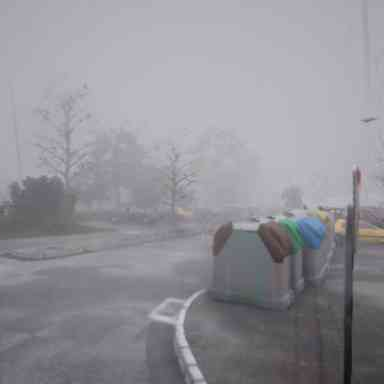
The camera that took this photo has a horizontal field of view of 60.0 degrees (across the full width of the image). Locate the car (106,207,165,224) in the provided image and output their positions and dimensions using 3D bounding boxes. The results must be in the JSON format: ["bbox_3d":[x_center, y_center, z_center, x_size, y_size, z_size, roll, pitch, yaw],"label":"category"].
[{"bbox_3d":[-5.359,2.095,30.184,4.892,1.521,2.231,1,-2,8],"label":"car"}]

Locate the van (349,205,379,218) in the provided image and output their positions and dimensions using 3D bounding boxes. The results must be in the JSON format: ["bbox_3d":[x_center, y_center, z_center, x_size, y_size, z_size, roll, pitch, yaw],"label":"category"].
[{"bbox_3d":[31.975,3.612,61.930,4.442,1.987,1.878,2,-1,8],"label":"van"}]

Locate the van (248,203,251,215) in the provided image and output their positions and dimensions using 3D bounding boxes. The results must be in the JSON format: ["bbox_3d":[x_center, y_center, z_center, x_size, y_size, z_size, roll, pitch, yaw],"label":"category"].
[{"bbox_3d":[6.716,2.688,52.660,4.442,1.987,1.878,1,-2,8],"label":"van"}]

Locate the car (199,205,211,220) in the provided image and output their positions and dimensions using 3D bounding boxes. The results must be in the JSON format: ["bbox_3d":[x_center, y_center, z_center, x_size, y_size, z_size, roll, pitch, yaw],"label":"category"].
[{"bbox_3d":[-0.547,2.452,39.164,4.792,1.488,2.163,1,-2,8],"label":"car"}]

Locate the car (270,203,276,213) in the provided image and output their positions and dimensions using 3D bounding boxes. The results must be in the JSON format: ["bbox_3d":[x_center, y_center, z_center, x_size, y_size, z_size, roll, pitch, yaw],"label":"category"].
[{"bbox_3d":[13.588,3.419,65.811,4.792,1.488,2.163,1,-2,8],"label":"car"}]

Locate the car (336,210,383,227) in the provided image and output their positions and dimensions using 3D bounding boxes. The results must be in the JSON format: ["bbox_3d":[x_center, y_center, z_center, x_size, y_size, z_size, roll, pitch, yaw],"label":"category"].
[{"bbox_3d":[19.373,3.007,38.019,4.792,1.488,2.163,2,-1,8],"label":"car"}]

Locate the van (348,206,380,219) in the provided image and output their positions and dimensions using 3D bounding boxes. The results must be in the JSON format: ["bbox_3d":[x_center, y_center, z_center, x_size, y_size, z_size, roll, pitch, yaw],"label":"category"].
[{"bbox_3d":[29.160,3.420,56.606,4.442,1.987,1.878,2,-1,8],"label":"van"}]

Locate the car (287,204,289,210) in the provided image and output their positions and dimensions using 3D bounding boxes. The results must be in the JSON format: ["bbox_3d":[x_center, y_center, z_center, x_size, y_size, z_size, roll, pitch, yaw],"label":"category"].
[{"bbox_3d":[19.099,3.645,76.335,4.553,1.767,2.185,1,-1,7],"label":"car"}]

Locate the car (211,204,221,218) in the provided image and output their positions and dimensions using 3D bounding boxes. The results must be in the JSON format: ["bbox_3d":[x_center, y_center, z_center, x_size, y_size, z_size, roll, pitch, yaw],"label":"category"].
[{"bbox_3d":[0.988,2.405,42.167,4.553,1.767,2.185,1,-2,8],"label":"car"}]

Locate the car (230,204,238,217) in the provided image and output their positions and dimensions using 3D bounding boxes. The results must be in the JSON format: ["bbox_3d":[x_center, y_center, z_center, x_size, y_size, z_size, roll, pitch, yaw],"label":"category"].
[{"bbox_3d":[3.805,2.762,47.414,4.674,1.452,2.002,1,-2,8],"label":"car"}]

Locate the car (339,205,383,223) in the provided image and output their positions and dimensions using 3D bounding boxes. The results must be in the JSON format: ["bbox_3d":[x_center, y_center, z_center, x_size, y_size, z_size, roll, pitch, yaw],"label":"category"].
[{"bbox_3d":[23.670,3.017,45.984,5.566,2.045,2.435,2,-1,8],"label":"car"}]

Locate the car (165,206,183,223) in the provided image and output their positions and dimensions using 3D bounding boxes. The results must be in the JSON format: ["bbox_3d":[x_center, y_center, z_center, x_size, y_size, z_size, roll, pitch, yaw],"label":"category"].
[{"bbox_3d":[-3.755,2.205,33.173,4.892,1.521,2.231,1,-1,8],"label":"car"}]

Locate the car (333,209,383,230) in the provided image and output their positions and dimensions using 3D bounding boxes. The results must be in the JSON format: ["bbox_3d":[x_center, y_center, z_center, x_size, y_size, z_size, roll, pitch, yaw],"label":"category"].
[{"bbox_3d":[16.550,2.661,32.726,4.553,1.767,2.185,2,-1,8],"label":"car"}]

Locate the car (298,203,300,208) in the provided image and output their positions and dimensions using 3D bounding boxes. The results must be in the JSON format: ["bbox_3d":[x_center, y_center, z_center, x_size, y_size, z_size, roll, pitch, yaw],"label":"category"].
[{"bbox_3d":[25.670,4.241,89.590,5.008,1.535,2.097,1,-1,6],"label":"car"}]

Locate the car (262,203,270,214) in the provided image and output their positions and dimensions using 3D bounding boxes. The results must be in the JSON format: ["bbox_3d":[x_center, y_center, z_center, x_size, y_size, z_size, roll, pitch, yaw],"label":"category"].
[{"bbox_3d":[10.960,3.198,60.531,5.366,1.575,1.946,1,-2,8],"label":"car"}]

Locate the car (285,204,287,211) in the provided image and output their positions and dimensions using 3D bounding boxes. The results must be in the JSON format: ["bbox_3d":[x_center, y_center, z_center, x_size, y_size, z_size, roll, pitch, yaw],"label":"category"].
[{"bbox_3d":[17.709,3.676,73.698,4.892,1.521,2.231,1,-1,8],"label":"car"}]

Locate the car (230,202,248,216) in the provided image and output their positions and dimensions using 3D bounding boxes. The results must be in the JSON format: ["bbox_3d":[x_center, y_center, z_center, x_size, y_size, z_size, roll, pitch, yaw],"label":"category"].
[{"bbox_3d":[5.177,2.565,50.048,5.566,2.045,2.435,1,-1,8],"label":"car"}]

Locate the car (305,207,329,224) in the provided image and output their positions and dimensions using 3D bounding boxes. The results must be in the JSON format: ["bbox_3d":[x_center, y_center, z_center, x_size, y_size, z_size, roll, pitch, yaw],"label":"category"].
[{"bbox_3d":[15.117,2.762,39.990,2.097,1.767,4.553,1,-1,29],"label":"car"}]

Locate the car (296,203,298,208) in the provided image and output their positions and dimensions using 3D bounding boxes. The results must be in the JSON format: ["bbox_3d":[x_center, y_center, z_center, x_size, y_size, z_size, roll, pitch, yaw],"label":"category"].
[{"bbox_3d":[24.407,4.177,86.930,4.792,1.488,2.163,1,-2,6],"label":"car"}]

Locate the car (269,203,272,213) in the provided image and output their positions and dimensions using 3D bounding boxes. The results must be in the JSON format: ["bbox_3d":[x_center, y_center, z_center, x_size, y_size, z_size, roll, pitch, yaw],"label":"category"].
[{"bbox_3d":[12.137,3.323,63.183,4.792,1.488,2.163,1,-1,8],"label":"car"}]

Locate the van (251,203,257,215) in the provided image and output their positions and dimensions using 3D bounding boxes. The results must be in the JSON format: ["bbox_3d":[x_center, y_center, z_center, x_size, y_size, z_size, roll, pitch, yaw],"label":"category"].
[{"bbox_3d":[8.108,2.784,55.290,4.442,1.987,1.878,1,-2,8],"label":"van"}]

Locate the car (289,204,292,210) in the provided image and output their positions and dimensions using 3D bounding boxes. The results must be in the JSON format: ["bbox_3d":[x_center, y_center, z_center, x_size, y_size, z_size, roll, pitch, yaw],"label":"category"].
[{"bbox_3d":[20.423,3.865,78.971,5.008,1.535,2.097,1,-1,7],"label":"car"}]

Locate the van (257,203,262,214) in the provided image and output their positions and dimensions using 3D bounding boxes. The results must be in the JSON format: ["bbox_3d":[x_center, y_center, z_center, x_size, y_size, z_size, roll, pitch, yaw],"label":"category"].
[{"bbox_3d":[9.501,2.879,57.921,4.442,1.987,1.878,1,-2,8],"label":"van"}]

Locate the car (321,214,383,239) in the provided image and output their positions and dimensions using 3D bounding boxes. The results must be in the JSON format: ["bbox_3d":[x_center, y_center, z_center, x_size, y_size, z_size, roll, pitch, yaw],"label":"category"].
[{"bbox_3d":[12.303,2.535,24.741,4.674,1.452,2.002,2,-1,8],"label":"car"}]

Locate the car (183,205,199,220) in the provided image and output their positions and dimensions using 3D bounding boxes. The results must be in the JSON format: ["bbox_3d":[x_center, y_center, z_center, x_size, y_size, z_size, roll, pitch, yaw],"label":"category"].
[{"bbox_3d":[-2.352,2.307,36.191,5.366,1.575,1.946,1,-1,8],"label":"car"}]

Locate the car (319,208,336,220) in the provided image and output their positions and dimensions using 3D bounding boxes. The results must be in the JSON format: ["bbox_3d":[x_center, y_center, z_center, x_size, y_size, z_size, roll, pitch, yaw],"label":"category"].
[{"bbox_3d":[20.260,3.264,49.770,1.837,1.490,4.892,1,-1,28],"label":"car"}]

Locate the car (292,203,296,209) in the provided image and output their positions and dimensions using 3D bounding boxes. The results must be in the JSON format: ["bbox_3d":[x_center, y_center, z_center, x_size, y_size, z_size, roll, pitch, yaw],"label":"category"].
[{"bbox_3d":[23.036,4.082,84.269,4.792,1.488,2.163,1,-1,6],"label":"car"}]

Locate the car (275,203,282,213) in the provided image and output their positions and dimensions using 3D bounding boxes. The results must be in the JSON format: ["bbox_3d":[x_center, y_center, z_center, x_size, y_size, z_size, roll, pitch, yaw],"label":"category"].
[{"bbox_3d":[14.925,3.233,68.448,5.566,2.045,2.435,1,-1,8],"label":"car"}]

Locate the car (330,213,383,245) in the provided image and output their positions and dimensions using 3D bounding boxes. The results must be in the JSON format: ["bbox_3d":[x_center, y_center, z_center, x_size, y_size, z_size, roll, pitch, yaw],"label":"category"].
[{"bbox_3d":[9.637,2.283,19.396,5.366,1.575,1.946,2,-1,8],"label":"car"}]

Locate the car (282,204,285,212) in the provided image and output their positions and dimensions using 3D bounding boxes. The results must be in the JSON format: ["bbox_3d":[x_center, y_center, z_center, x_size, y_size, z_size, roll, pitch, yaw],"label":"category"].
[{"bbox_3d":[16.515,3.580,71.050,5.366,1.575,1.946,1,-2,8],"label":"car"}]

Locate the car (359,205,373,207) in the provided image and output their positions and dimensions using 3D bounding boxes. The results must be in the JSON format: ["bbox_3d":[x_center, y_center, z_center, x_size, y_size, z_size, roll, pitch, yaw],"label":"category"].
[{"bbox_3d":[17.972,2.631,35.366,5.566,2.045,2.435,2,-1,8],"label":"car"}]

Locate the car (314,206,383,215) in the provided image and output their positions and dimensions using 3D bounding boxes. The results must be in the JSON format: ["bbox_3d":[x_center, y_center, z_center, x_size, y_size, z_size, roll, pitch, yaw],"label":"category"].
[{"bbox_3d":[10.919,2.140,22.091,5.566,2.045,2.435,2,-1,8],"label":"car"}]

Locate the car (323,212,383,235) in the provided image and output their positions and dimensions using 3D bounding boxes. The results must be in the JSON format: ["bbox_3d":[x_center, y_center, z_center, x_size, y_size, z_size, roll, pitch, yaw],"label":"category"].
[{"bbox_3d":[13.737,2.595,27.405,5.008,1.535,2.097,2,-1,8],"label":"car"}]

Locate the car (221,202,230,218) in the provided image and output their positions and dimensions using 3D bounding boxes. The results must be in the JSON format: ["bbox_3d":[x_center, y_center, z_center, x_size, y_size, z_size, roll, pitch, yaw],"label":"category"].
[{"bbox_3d":[2.445,2.501,44.778,4.553,1.767,2.185,1,-1,8],"label":"car"}]

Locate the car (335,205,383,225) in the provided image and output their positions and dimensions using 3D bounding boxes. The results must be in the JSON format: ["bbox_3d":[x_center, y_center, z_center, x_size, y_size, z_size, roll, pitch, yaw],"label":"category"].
[{"bbox_3d":[20.795,2.822,40.674,5.566,2.045,2.435,2,-1,8],"label":"car"}]

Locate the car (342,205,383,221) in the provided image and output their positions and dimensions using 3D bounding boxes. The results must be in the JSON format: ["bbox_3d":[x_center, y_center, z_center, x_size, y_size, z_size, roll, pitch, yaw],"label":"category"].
[{"bbox_3d":[26.487,3.209,51.287,5.566,2.045,2.435,2,-1,8],"label":"car"}]
